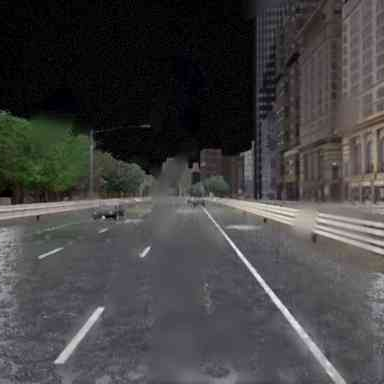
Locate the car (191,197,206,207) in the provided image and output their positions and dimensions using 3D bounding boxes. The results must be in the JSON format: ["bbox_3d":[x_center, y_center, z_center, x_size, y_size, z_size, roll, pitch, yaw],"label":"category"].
[{"bbox_3d":[1.216,1.752,56.633,1.837,1.490,4.892,0,0,0],"label":"car"}]

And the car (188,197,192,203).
[{"bbox_3d":[-0.010,1.819,75.029,1.994,1.385,4.181,0,-1,0],"label":"car"}]

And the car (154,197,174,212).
[{"bbox_3d":[-3.406,1.501,41.208,2.097,1.767,4.553,0,0,0],"label":"car"}]

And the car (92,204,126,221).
[{"bbox_3d":[-6.911,1.685,28.158,1.895,1.301,4.718,0,0,0],"label":"car"}]
